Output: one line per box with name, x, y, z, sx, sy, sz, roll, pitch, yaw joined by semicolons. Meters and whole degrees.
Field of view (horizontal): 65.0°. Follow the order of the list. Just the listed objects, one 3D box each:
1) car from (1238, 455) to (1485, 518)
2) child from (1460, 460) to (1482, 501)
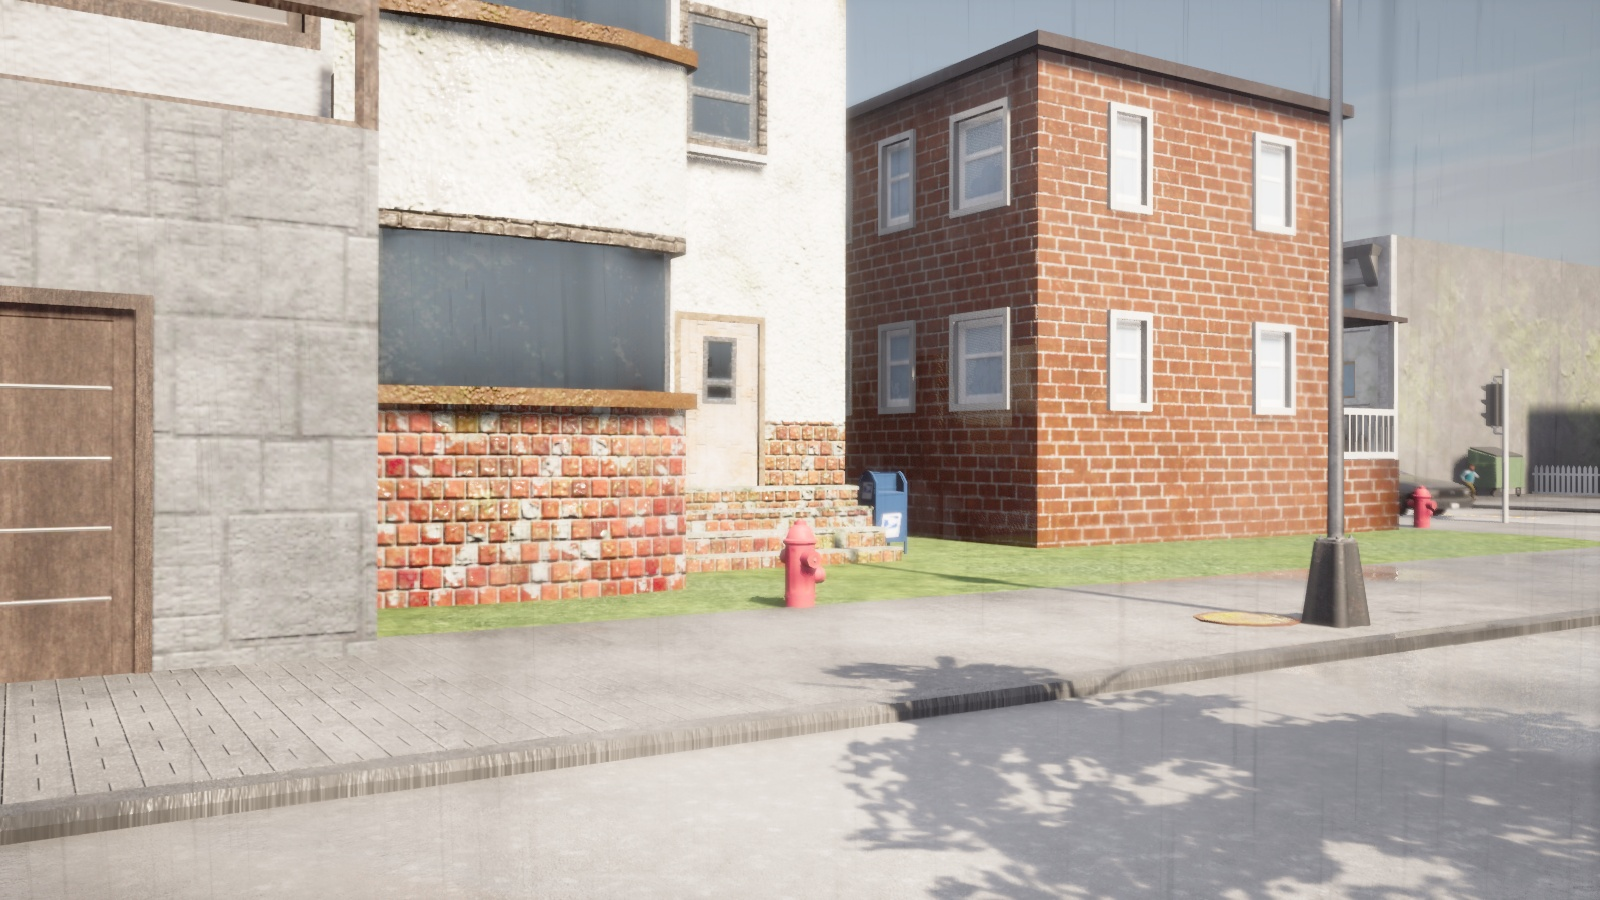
car;13.719;0.839;31.067;2.033;1.411;5.357;0;0;-32
child;19.537;0.883;36.583;0.343;1.192;0.448;0;0;-24
